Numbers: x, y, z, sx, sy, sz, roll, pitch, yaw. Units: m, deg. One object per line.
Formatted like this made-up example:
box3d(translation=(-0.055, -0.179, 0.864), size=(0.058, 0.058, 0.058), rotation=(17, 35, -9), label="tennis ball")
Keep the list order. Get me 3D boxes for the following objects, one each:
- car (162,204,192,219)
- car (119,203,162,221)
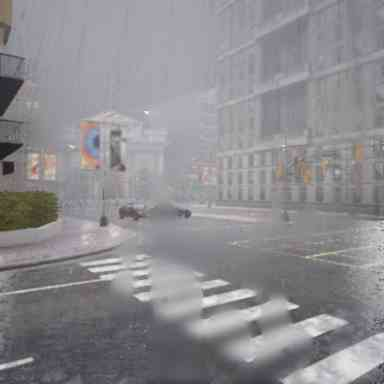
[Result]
box3d(translation=(-1.986, 1.794, 31.124), size=(1.895, 1.301, 4.718), rotation=(1, 0, -35), label="car")
box3d(translation=(-4.835, 1.677, 29.093), size=(1.812, 1.442, 4.674), rotation=(1, 0, -35), label="car")
